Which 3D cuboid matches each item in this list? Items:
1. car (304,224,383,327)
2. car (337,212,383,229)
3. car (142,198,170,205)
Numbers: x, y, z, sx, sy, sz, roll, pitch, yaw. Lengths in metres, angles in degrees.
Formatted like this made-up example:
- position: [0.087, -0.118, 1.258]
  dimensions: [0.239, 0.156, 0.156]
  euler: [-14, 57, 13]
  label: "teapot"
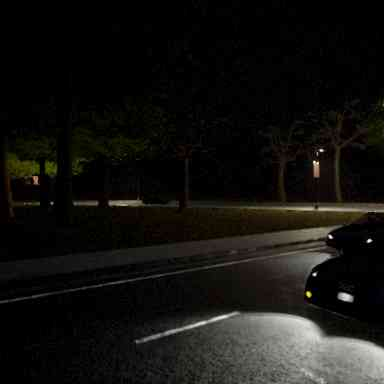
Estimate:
- position: [4.156, 1.551, 6.649]
  dimensions: [4.181, 1.385, 1.994]
  euler: [0, 0, -35]
  label: "car"
- position: [7.502, 1.526, 13.026]
  dimensions: [5.357, 1.411, 2.033]
  euler: [0, 0, -35]
  label: "car"
- position: [-6.676, 1.721, 61.015]
  dimensions: [5.357, 1.411, 2.033]
  euler: [0, 0, 32]
  label: "car"
